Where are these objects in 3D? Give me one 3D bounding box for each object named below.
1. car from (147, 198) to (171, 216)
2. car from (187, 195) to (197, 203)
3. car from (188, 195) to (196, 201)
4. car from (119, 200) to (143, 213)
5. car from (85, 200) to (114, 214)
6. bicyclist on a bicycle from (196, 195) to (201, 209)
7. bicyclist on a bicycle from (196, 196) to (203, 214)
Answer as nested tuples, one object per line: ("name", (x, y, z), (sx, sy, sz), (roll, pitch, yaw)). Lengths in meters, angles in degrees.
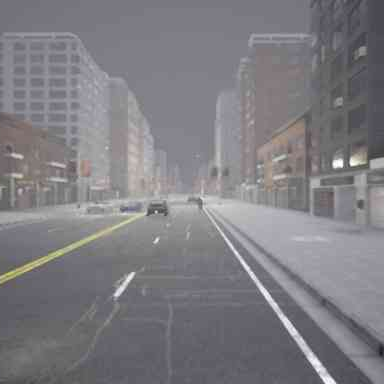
("car", (-3.155, 1.483, 31.792), (1.837, 1.490, 4.892), (0, 0, 0))
("car", (-0.011, 1.456, 70.051), (1.837, 1.490, 4.892), (0, 0, 0))
("car", (-0.013, 1.474, 85.224), (2.128, 1.511, 4.902), (0, 0, 0))
("car", (-6.584, 1.540, 36.355), (1.994, 1.385, 4.181), (0, 0, 0))
("car", (-9.840, 1.577, 35.651), (1.895, 1.301, 4.718), (0, 0, 0))
("bicyclist on a bicycle", (0.887, 1.341, 43.773), (0.659, 1.776, 1.843), (0, 0, 0))
("bicyclist on a bicycle", (0.888, 1.429, 33.895), (0.582, 1.620, 1.656), (0, 0, 0))
